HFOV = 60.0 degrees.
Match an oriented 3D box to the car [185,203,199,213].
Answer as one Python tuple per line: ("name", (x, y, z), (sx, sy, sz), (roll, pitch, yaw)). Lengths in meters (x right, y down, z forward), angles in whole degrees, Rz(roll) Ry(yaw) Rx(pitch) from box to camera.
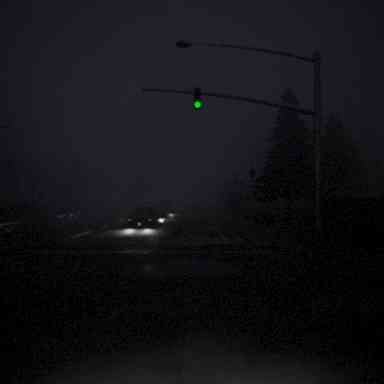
("car", (-0.015, 2.135, 46.087), (1.895, 1.301, 4.718), (0, -1, 0))

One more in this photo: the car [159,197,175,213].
("car", (-3.556, 1.753, 45.860), (2.150, 2.045, 5.566), (0, -1, -2))

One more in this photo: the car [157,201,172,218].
("car", (-3.606, 1.959, 35.503), (2.033, 1.411, 5.357), (0, -1, 0))

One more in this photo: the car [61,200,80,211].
("car", (-17.471, 1.929, 47.861), (1.845, 1.501, 3.633), (0, -1, 0))

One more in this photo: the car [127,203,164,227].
("car", (-3.609, 1.843, 25.399), (2.033, 1.411, 5.357), (0, -1, 0))

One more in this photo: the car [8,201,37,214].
("car", (-20.522, 1.854, 40.470), (1.970, 1.475, 3.806), (0, -1, 0))
